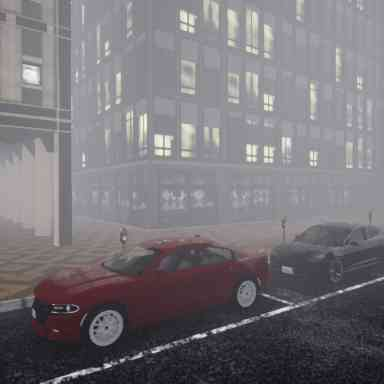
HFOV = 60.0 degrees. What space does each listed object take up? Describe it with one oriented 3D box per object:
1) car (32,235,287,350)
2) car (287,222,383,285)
[{"bbox_3d":[-0.500,1.544,6.206,4.507,1.381,1.887,0,0,-35],"label":"car"},{"bbox_3d":[4.139,1.564,9.513,4.313,1.339,1.947,0,0,-35],"label":"car"}]
